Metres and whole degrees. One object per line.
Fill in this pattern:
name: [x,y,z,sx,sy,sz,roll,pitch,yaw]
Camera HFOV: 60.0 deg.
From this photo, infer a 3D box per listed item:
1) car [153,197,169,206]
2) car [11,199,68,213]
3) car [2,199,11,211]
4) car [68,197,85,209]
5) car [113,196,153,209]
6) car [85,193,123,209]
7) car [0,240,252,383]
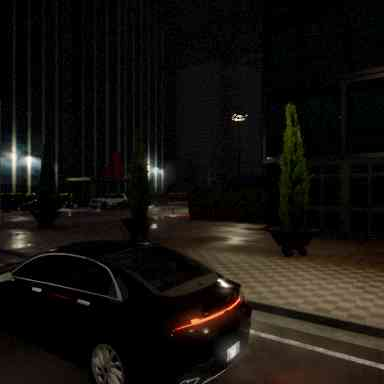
car: [-5.549,1.564,53.853,1.994,1.385,4.181,0,0,35]
car: [-17.077,1.491,37.484,2.128,1.511,4.902,0,0,35]
car: [-21.024,1.547,37.948,2.033,1.411,5.357,0,0,35]
car: [-15.373,1.505,45.990,1.837,1.490,4.892,0,0,35]
car: [-7.772,1.601,44.282,1.895,1.301,4.718,0,0,35]
car: [-11.355,1.221,45.619,2.150,2.045,5.566,0,0,35]
car: [-1.513,1.505,5.085,4.892,1.490,1.837,0,0,36]
